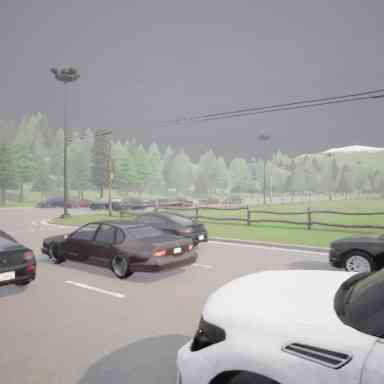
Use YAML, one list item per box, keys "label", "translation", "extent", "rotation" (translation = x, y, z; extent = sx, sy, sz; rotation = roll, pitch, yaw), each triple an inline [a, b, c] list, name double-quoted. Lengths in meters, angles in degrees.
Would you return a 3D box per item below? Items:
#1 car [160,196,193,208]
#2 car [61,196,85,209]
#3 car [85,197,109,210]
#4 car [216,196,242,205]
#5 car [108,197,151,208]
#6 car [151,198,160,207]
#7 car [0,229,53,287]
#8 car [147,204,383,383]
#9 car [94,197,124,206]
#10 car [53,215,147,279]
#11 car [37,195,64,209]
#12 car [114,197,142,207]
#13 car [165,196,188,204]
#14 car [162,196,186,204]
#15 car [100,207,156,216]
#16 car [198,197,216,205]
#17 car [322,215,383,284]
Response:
- label: "car"
  translation: [-1.911, 1.607, 46.924]
  extent: [1.895, 1.301, 4.718]
  rotation: [0, 0, 37]
- label: "car"
  translation: [-15.496, 1.574, 46.330]
  extent: [1.994, 1.385, 4.181]
  rotation: [0, 0, 37]
- label: "car"
  translation: [-10.476, 1.609, 41.350]
  extent: [1.895, 1.301, 4.718]
  rotation: [0, 0, 34]
- label: "car"
  translation: [6.953, 1.495, 58.641]
  extent: [2.128, 1.511, 4.902]
  rotation: [0, 0, 38]
- label: "car"
  translation: [-7.377, 1.571, 39.653]
  extent: [1.994, 1.385, 4.181]
  rotation: [0, 0, 37]
- label: "car"
  translation: [-5.118, 1.571, 48.485]
  extent: [1.994, 1.385, 4.181]
  rotation: [0, 0, 37]
- label: "car"
  translation: [-5.578, 1.528, 8.067]
  extent: [4.674, 1.442, 1.812]
  rotation: [0, 0, 36]
- label: "car"
  translation: [2.518, 1.221, 2.158]
  extent: [5.566, 2.045, 2.150]
  rotation: [0, 0, 36]
- label: "car"
  translation: [-13.624, 1.536, 54.620]
  extent: [1.812, 1.442, 4.674]
  rotation: [0, 0, 37]
- label: "car"
  translation: [-2.392, 1.549, 10.055]
  extent: [5.357, 1.411, 2.033]
  rotation: [0, 0, 37]
- label: "car"
  translation: [-19.414, 1.363, 46.895]
  extent: [2.097, 1.767, 4.553]
  rotation: [0, 0, 36]
- label: "car"
  translation: [-10.204, 1.573, 53.362]
  extent: [1.994, 1.385, 4.181]
  rotation: [0, 0, 37]
- label: "car"
  translation: [-2.868, 1.536, 63.039]
  extent: [1.812, 1.442, 4.674]
  rotation: [0, 0, 38]
- label: "car"
  translation: [-3.616, 1.558, 67.771]
  extent: [2.033, 1.411, 5.357]
  rotation: [0, 0, 38]
- label: "car"
  translation: [-1.505, 1.528, 13.762]
  extent: [4.674, 1.442, 1.812]
  rotation: [0, 0, 36]
- label: "car"
  translation: [3.050, 1.609, 59.291]
  extent: [1.895, 1.301, 4.718]
  rotation: [0, 0, 37]
- label: "car"
  translation: [6.065, 1.478, 8.235]
  extent: [5.008, 1.535, 1.882]
  rotation: [0, 0, 36]
